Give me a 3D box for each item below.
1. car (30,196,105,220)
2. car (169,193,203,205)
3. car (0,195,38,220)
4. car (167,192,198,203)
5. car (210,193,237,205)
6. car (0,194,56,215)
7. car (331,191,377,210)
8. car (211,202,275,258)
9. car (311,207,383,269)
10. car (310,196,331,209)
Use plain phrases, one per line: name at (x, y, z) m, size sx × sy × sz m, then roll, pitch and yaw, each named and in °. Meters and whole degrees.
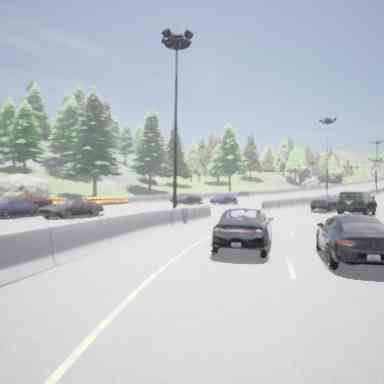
car at (-8.718, 1.166, 24.426) m, size 2.033 × 1.411 × 5.357 m, roll 1°, pitch 1°, yaw 24°
car at (-0.448, 0.910, 43.755) m, size 1.812 × 1.442 × 4.674 m, roll 1°, pitch 1°, yaw 40°
car at (-12.951, 1.167, 23.573) m, size 1.994 × 1.385 × 4.181 m, roll 1°, pitch 1°, yaw 22°
car at (-1.328, 0.821, 48.190) m, size 1.812 × 1.442 × 4.674 m, roll 1°, pitch 1°, yaw 40°
car at (4.219, 0.908, 43.913) m, size 1.812 × 1.442 × 4.674 m, roll 1°, pitch 1°, yaw 40°
car at (-14.473, 0.995, 28.905) m, size 1.882 × 1.535 × 5.008 m, roll 1°, pitch 1°, yaw 26°
car at (13.788, 0.926, 27.784) m, size 2.150 × 2.045 × 5.566 m, roll 1°, pitch 2°, yaw 39°
car at (1.969, 1.350, 12.361) m, size 2.128 × 1.511 × 4.902 m, roll 0°, pitch 1°, yaw 15°
car at (5.045, 1.431, 10.440) m, size 1.812 × 1.442 × 4.674 m, roll 0°, pitch 1°, yaw 14°
car at (13.060, 1.108, 32.354) m, size 2.128 × 1.511 × 4.902 m, roll 1°, pitch 1°, yaw 38°
